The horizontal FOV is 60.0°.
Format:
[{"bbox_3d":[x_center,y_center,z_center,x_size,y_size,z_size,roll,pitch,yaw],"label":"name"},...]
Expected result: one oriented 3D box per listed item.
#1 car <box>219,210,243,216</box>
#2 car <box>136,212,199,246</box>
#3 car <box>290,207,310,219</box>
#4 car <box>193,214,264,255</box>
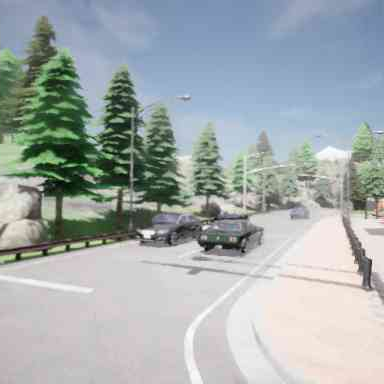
[{"bbox_3d":[3.063,2.159,26.589,1.895,1.301,4.718,0,-1,24],"label":"car"},{"bbox_3d":[-1.045,1.814,17.286,2.128,1.511,4.902,0,-1,24],"label":"car"},{"bbox_3d":[13.261,2.529,40.757,2.033,1.411,5.357,0,-1,25],"label":"car"},{"bbox_3d":[1.947,1.933,15.158,1.895,1.301,4.718,0,-1,24],"label":"car"}]
